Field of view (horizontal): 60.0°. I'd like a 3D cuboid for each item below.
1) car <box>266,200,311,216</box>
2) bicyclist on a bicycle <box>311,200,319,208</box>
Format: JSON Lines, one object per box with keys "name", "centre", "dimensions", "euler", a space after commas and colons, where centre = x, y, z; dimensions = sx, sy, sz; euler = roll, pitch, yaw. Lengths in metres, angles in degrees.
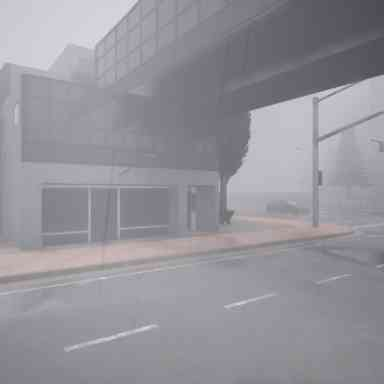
{"name": "car", "centre": [9.409, 1.528, 32.835], "dimensions": [1.812, 1.442, 4.674], "euler": [0, 0, -36]}
{"name": "bicyclist on a bicycle", "centre": [15.797, 1.305, 42.754], "dimensions": [1.656, 1.620, 0.582], "euler": [0, 0, -36]}
